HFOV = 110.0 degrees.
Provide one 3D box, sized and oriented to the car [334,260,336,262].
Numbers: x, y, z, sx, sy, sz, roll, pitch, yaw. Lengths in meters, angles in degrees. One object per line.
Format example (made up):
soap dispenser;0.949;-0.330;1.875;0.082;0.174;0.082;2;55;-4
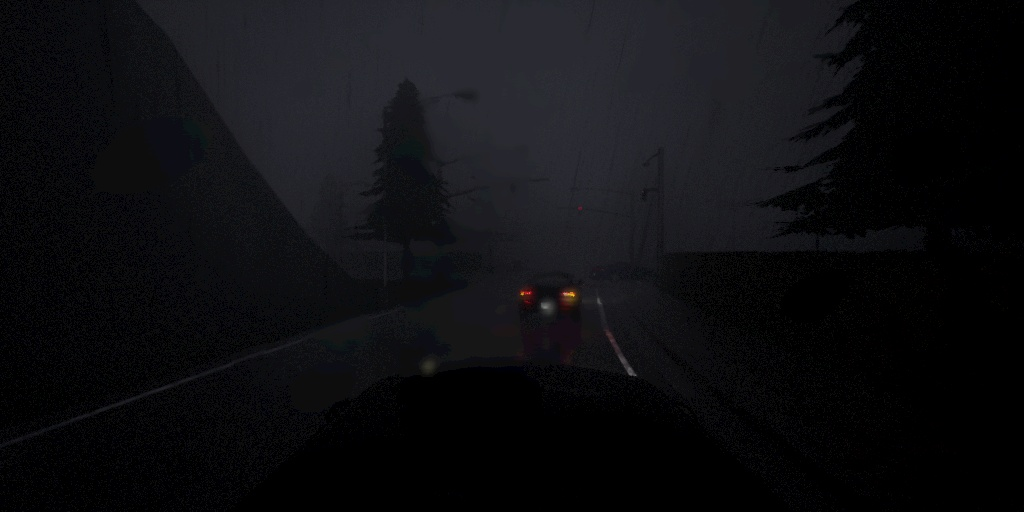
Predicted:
car;-28.064;0.721;52.957;1.812;1.442;4.674;0;0;8

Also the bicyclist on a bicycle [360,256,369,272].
bicyclist on a bicycle;-15.654;0.839;38.160;0.582;1.620;1.656;0;1;11

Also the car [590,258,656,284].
car;8.047;1.117;25.738;5.008;1.535;1.882;0;-1;-21

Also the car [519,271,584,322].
car;1.414;1.214;12.050;1.812;1.442;4.674;0;0;12
